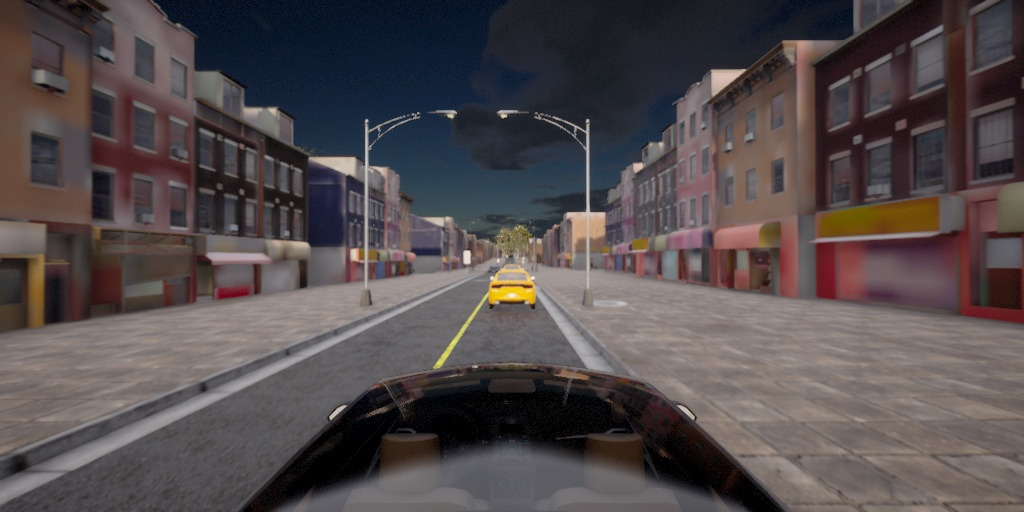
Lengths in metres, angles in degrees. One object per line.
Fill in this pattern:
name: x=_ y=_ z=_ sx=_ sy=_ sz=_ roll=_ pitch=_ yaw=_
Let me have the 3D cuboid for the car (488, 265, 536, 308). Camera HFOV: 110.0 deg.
car: x=0.022 y=1.360 z=16.090 sx=1.882 sy=1.535 sz=5.008 roll=0 pitch=0 yaw=0

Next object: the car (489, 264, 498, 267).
car: x=-2.776 y=2.018 z=57.101 sx=2.033 sy=1.411 sz=5.357 roll=0 pitch=-1 yaw=0
